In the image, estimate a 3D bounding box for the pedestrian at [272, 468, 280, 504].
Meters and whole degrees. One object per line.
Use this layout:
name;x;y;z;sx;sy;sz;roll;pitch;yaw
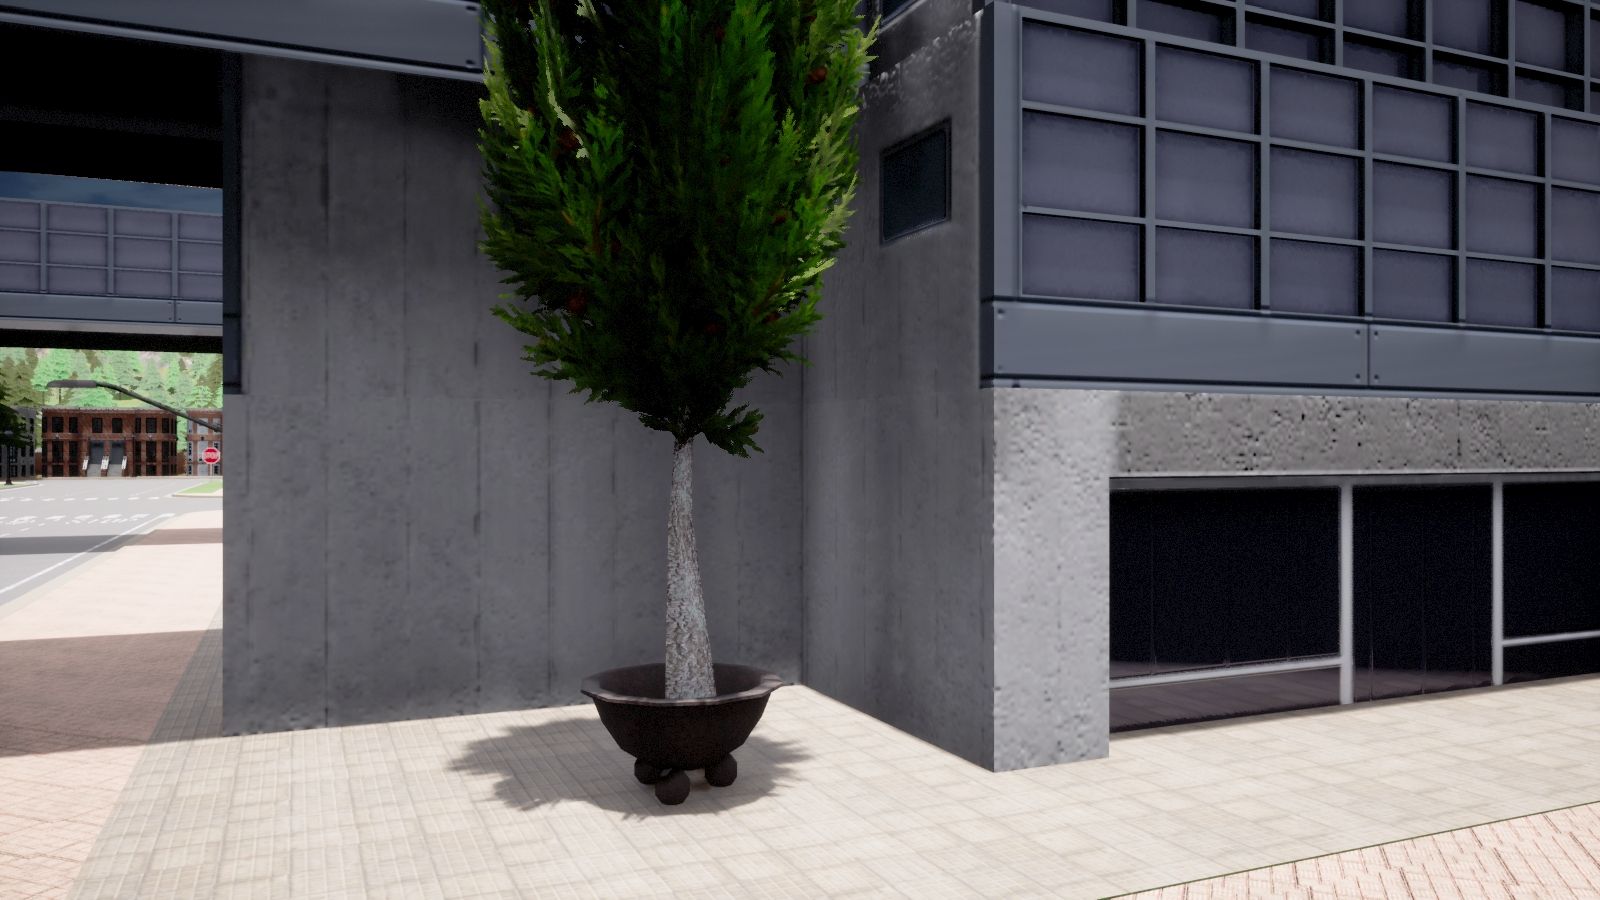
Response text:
pedestrian;-27.211;1.849;59.302;0.375;1.860;0.375;0;0;-25
